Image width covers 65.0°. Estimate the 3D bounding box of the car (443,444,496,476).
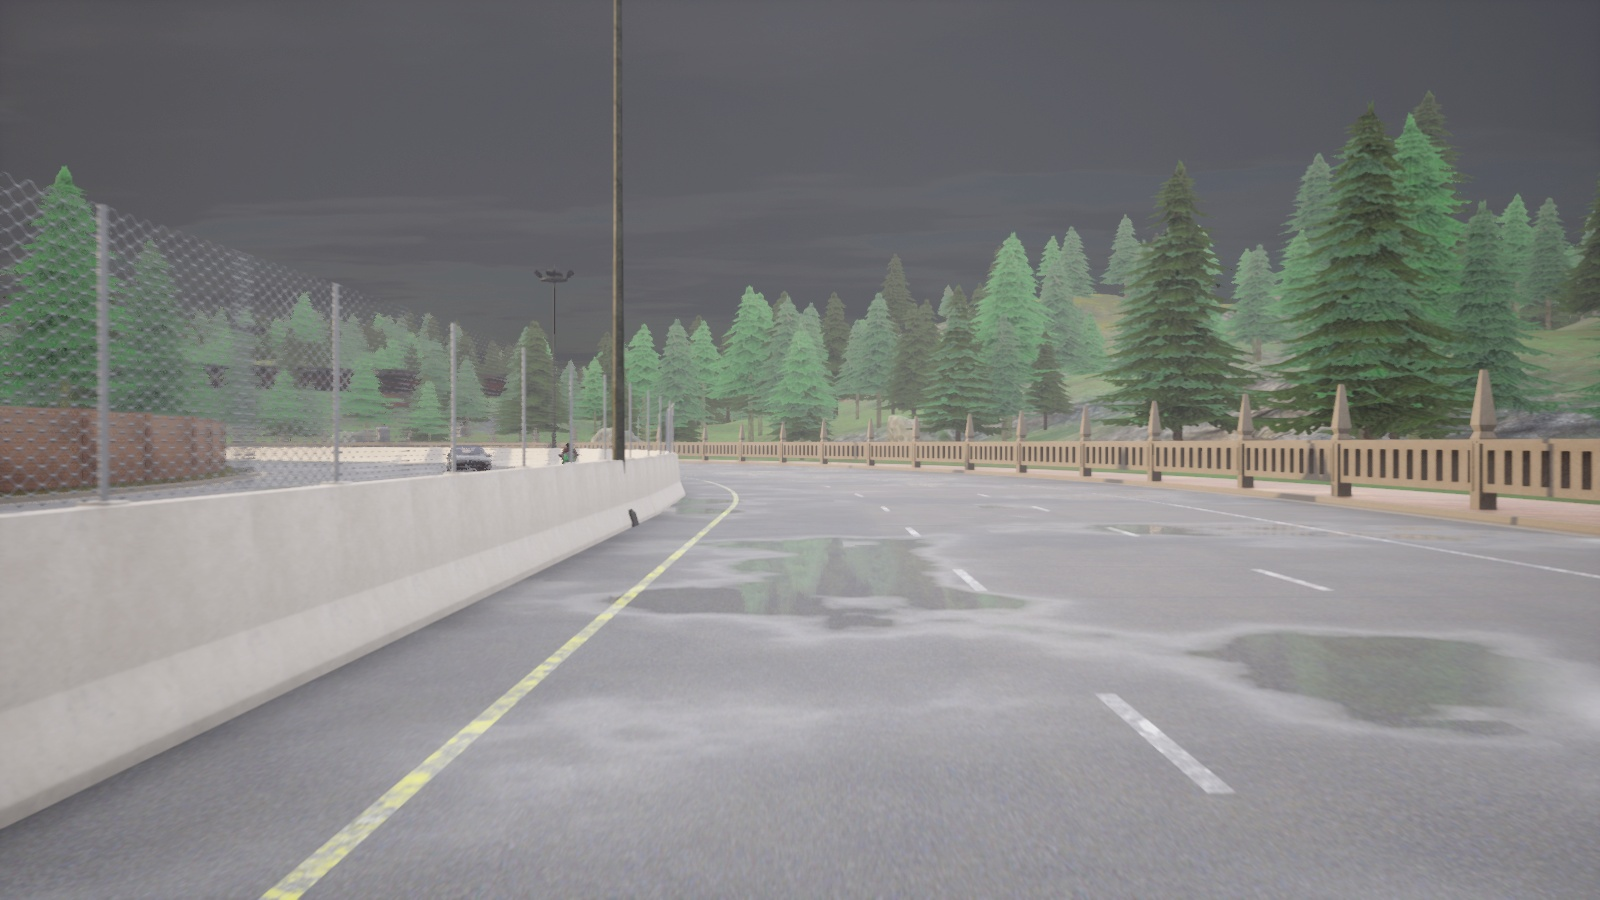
[{"bbox_3d":[-15.680,0.446,59.427,2.033,1.411,5.357,0,0,-19],"label":"car"}]
